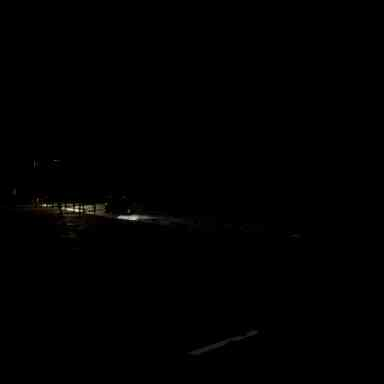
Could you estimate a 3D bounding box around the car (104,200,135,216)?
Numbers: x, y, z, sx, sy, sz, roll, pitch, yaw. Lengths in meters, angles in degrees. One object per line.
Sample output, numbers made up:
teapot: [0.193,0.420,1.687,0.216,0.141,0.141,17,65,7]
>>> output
car: [-7.677,1.610,35.075,2.128,1.511,4.902,-2,1,-35]

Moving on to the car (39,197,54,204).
car: [-28.049,1.661,64.166,1.895,1.301,4.718,-2,1,-35]
